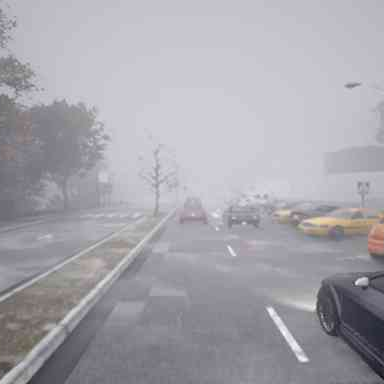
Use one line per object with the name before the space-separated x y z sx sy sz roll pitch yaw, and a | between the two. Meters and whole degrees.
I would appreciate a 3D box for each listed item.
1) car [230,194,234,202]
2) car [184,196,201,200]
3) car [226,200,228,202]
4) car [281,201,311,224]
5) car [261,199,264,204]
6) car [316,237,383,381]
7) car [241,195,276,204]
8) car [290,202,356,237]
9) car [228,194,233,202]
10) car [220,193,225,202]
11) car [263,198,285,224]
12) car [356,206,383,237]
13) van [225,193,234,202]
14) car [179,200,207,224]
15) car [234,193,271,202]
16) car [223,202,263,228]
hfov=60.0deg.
car | 8.063 1.414 43.578 4.892 1.521 2.231 1 0 -20
car | 0.099 1.270 41.093 2.097 1.767 4.553 0 0 0
car | 8.095 1.453 49.556 4.792 1.488 2.163 1 0 -20
car | 8.096 1.482 19.733 4.792 1.488 2.163 1 0 -20
car | 8.066 1.468 25.686 4.674 1.452 2.002 1 0 -20
car | 3.100 1.570 4.001 1.994 1.385 4.181 0 0 0
car | 8.080 1.411 34.627 4.892 1.521 2.231 1 0 -20
car | 7.896 1.462 16.671 5.366 1.575 1.946 1 1 -20
car | 8.243 1.416 46.626 5.366 1.575 1.946 1 0 -20
car | 7.897 1.430 55.441 5.366 1.575 1.946 1 0 -20
car | 7.897 1.433 22.638 5.366 1.575 1.946 1 0 -20
car | 8.043 1.364 10.761 4.553 1.767 2.185 1 0 -20
van | 7.963 1.202 52.483 4.442 1.987 1.878 1 0 -20
car | 0.098 1.502 24.467 1.994 1.385 4.181 0 0 0
car | 8.099 1.157 37.628 5.566 2.045 2.435 1 0 -20
car | 3.100 1.551 21.922 1.895 1.301 4.718 0 0 0
